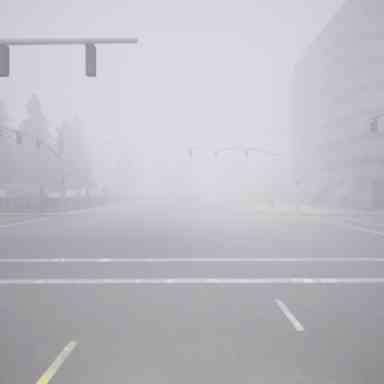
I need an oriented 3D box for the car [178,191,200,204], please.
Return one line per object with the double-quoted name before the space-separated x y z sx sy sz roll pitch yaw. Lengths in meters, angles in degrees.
"car" -0.454 0.930 57.667 2.150 2.045 5.566 0 0 22
